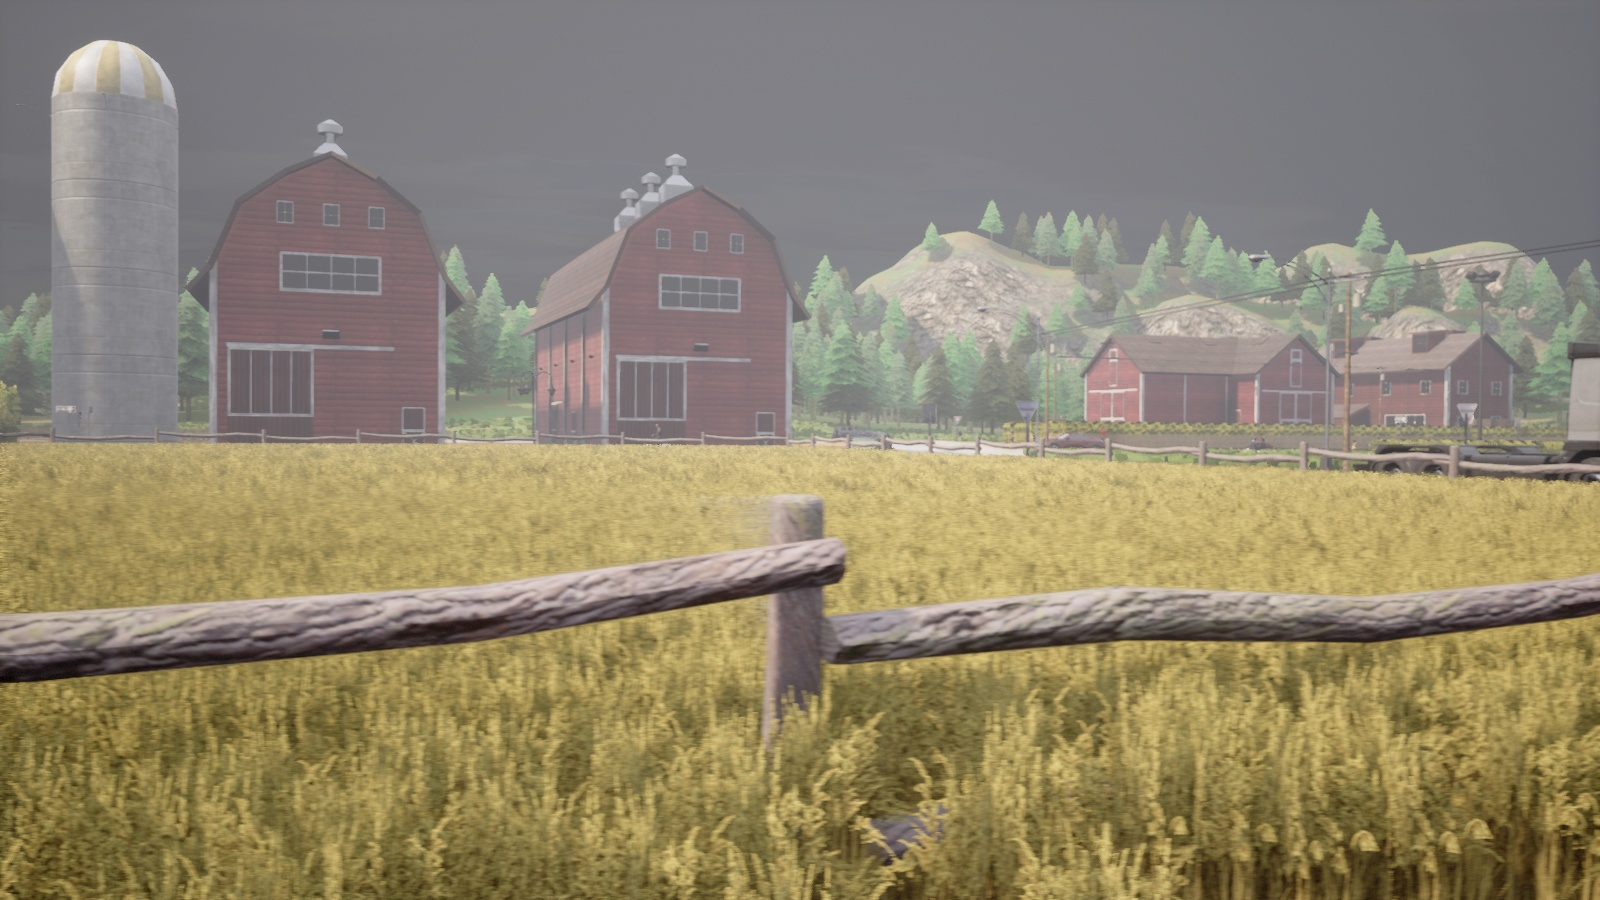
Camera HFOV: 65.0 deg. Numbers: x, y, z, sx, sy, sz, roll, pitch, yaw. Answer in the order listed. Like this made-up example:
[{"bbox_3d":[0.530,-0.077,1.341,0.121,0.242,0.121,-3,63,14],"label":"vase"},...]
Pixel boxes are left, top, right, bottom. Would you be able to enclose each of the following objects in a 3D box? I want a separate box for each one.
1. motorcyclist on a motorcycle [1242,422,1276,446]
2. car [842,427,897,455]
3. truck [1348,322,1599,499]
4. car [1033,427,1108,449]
[{"bbox_3d":[32.986,-1.158,90.319,2.350,1.649,0.766,-1,1,-21],"label":"motorcyclist on a motorcycle"},{"bbox_3d":[3.977,-0.522,71.369,2.007,1.525,4.514,0,1,18],"label":"car"},{"bbox_3d":[16.078,-0.822,27.315,2.891,3.462,7.936,-1,1,-21],"label":"truck"},{"bbox_3d":[18.359,-0.837,85.280,4.674,1.442,1.812,0,1,-9],"label":"car"}]
